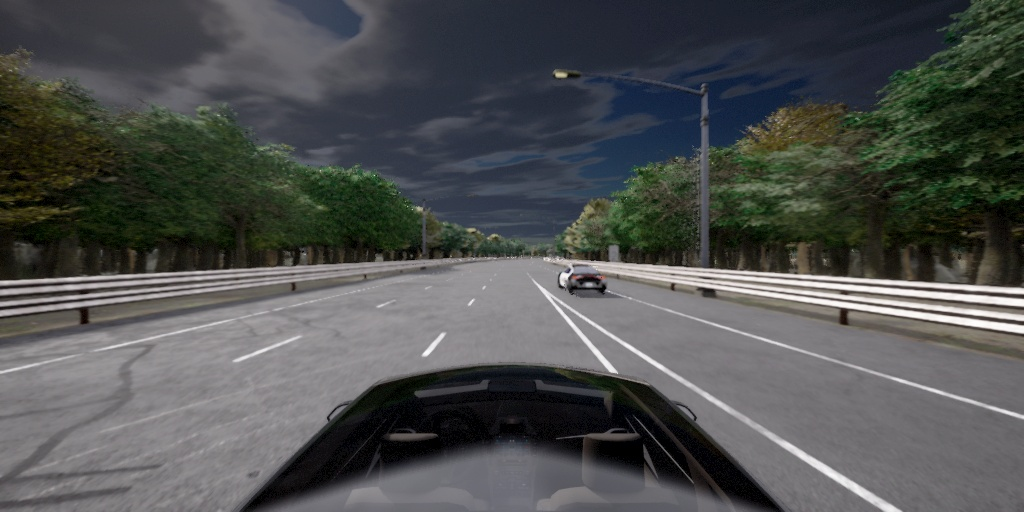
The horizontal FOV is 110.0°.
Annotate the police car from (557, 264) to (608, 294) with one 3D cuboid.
[{"bbox_3d":[3.782,1.241,20.250,2.038,1.542,4.974,0,0,-2],"label":"police car"}]
